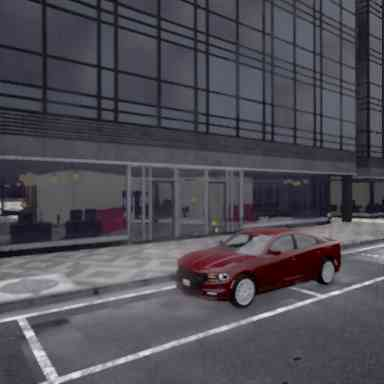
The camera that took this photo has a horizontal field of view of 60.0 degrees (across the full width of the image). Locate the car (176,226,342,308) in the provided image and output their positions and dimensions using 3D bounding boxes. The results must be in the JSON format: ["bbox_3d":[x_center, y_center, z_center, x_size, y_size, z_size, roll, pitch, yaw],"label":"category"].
[{"bbox_3d":[1.722,1.536,7.884,4.507,1.381,1.887,0,0,-36],"label":"car"}]
